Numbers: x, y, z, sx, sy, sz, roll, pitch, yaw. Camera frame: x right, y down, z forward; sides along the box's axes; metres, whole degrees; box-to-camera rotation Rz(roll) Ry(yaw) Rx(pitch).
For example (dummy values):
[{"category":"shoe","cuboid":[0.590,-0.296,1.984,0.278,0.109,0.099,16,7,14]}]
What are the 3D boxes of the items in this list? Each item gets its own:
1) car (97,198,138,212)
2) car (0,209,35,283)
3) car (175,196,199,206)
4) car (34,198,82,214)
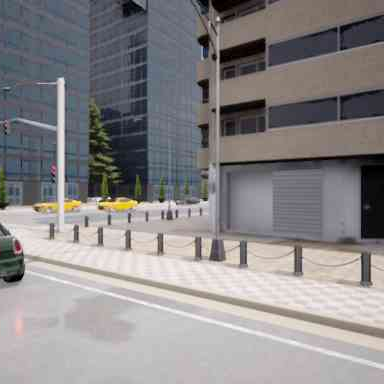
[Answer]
[{"category":"car","cuboid":[-8.258,1.409,37.221,1.882,1.535,5.008,0,0,36]},{"category":"car","cuboid":[-6.279,1.348,8.464,4.553,1.767,2.097,0,0,36]},{"category":"car","cuboid":[-0.750,1.422,53.532,2.128,1.511,4.902,0,0,36]},{"category":"car","cuboid":[-14.108,1.408,35.108,1.882,1.535,5.008,0,0,36]}]
